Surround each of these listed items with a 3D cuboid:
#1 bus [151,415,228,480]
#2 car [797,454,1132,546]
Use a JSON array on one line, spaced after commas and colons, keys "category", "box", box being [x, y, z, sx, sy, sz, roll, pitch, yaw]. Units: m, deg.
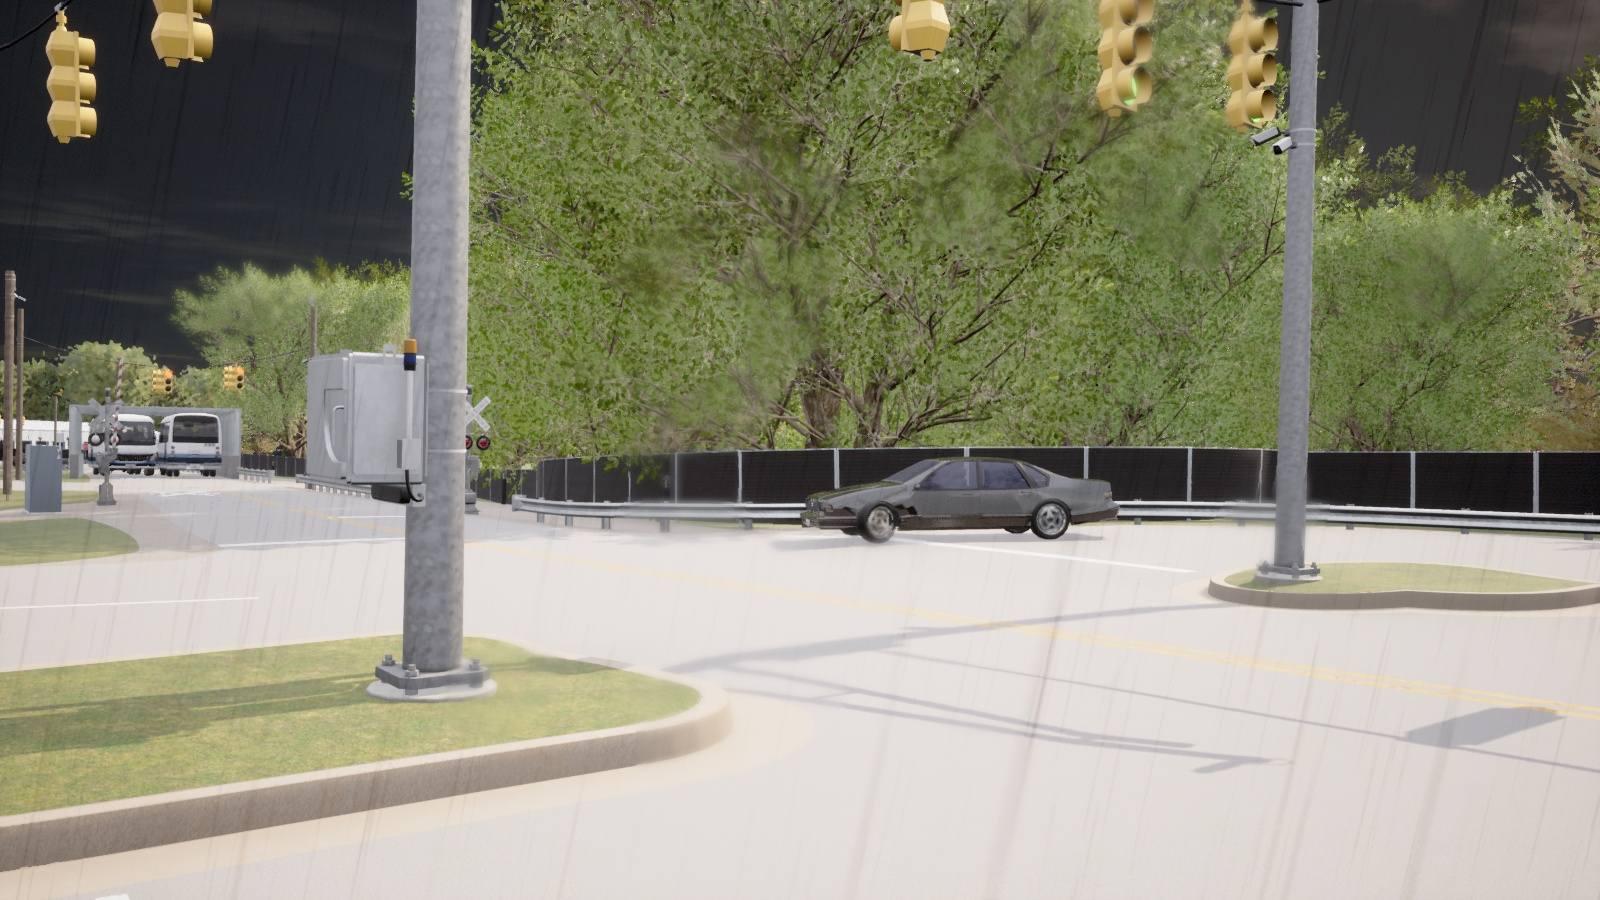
[{"category": "bus", "box": [-42.721, -0.122, 87.626, 3.944, 4.253, 10.273, 1, -1, -31]}, {"category": "car", "box": [2.768, 0.806, 21.674, 5.357, 1.411, 2.033, -1, 0, -11]}]
